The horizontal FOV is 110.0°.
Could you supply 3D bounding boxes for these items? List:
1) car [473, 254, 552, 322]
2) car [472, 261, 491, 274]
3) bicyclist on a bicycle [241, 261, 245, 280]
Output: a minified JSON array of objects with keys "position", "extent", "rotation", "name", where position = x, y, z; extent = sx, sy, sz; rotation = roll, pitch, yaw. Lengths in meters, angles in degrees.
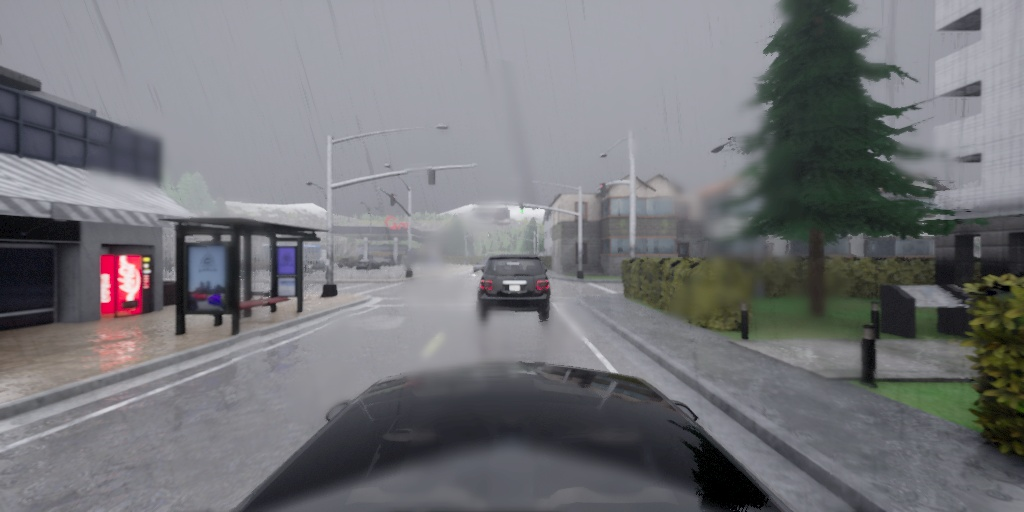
[{"position":[0.086,0.964,12.415],"extent":[2.150,2.045,5.566],"rotation":[0,0,0],"name":"car"},{"position":[-3.579,1.326,42.869],"extent":[1.895,1.301,4.718],"rotation":[0,0,0],"name":"car"},{"position":[-22.206,1.211,29.772],"extent":[0.582,1.620,1.656],"rotation":[0,0,0],"name":"bicyclist on a bicycle"}]
